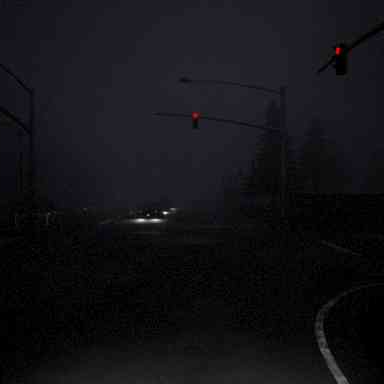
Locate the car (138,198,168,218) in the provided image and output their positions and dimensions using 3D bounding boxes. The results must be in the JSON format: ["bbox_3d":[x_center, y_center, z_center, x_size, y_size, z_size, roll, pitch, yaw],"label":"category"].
[{"bbox_3d":[-3.671,1.547,30.521,2.033,1.411,5.357,0,0,0],"label":"car"}]

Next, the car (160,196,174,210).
[{"bbox_3d":[-3.688,1.547,40.626,2.033,1.411,5.357,0,0,0],"label":"car"}]

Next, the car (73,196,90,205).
[{"bbox_3d":[-17.578,1.374,52.955,1.845,1.501,3.633,0,0,0],"label":"car"}]

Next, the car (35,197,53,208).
[{"bbox_3d":[-20.614,1.384,45.557,1.970,1.475,3.806,0,0,0],"label":"car"}]

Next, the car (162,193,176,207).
[{"bbox_3d":[-3.659,1.221,50.979,2.150,2.045,5.566,0,0,-2],"label":"car"}]

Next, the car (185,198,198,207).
[{"bbox_3d":[-0.118,1.601,51.173,1.895,1.301,4.718,0,0,0],"label":"car"}]
